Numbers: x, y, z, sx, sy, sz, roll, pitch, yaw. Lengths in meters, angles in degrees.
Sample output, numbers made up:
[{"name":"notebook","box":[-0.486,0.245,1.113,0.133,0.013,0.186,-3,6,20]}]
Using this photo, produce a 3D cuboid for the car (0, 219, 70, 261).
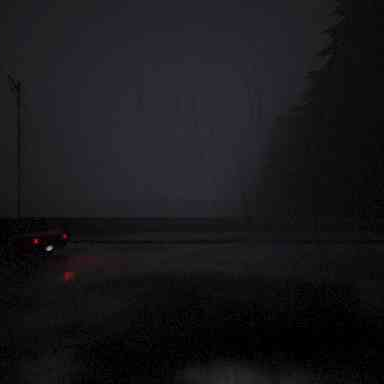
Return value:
[{"name":"car","box":[-6.989,1.655,12.299,4.718,1.301,1.895,0,0,22]}]
